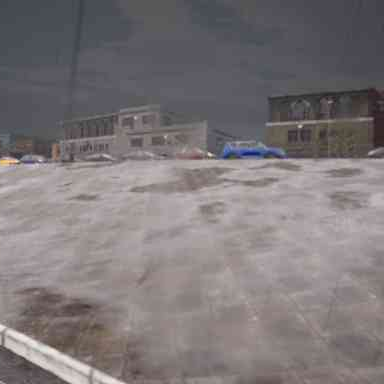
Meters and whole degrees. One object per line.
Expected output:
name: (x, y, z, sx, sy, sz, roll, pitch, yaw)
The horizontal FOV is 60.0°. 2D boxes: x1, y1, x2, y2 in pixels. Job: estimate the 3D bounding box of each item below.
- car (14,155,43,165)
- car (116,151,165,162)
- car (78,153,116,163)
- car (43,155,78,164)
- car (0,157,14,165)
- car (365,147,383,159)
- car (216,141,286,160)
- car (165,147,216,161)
car: (-19.534, -3.876, 41.644, 4.553, 1.767, 2.185, 1, 1, 31)
car: (-4.845, -3.408, 33.782, 4.892, 1.521, 2.231, 1, 1, 27)
car: (-9.677, -3.481, 36.239, 4.674, 1.452, 2.002, 1, 1, 28)
car: (-14.541, -3.604, 38.845, 4.792, 1.488, 2.163, 1, 1, 29)
car: (-24.289, -3.863, 44.460, 5.008, 1.535, 2.097, 1, 1, 32)
car: (15.519, -2.706, 24.760, 4.674, 1.452, 2.002, 2, 1, 22)
car: (5.338, -3.370, 29.002, 5.566, 2.045, 2.435, 2, 1, 25)
car: (0.236, -3.400, 31.340, 4.553, 1.767, 2.185, 2, 1, 26)
